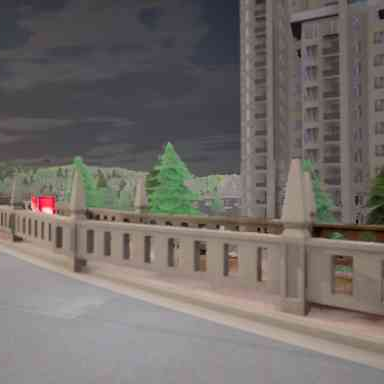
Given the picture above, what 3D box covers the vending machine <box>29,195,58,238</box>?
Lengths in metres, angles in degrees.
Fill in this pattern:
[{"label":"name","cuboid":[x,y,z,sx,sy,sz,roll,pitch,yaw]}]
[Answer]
[{"label":"vending machine","cuboid":[-7.549,1.201,16.859,1.100,2.100,0.880,-1,0,-42]}]
